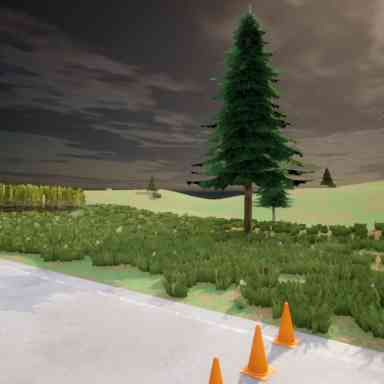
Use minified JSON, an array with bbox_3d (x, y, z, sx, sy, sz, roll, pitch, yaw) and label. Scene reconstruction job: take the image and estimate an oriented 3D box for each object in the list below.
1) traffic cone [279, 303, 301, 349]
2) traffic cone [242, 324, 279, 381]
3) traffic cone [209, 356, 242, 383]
[{"bbox_3d":[1.412,1.955,4.982,0.340,0.580,0.340,0,0,36],"label":"traffic cone"},{"bbox_3d":[0.828,1.955,4.171,0.340,0.580,0.340,0,0,36],"label":"traffic cone"},{"bbox_3d":[0.243,1.955,3.359,0.340,0.580,0.340,0,0,36],"label":"traffic cone"}]
